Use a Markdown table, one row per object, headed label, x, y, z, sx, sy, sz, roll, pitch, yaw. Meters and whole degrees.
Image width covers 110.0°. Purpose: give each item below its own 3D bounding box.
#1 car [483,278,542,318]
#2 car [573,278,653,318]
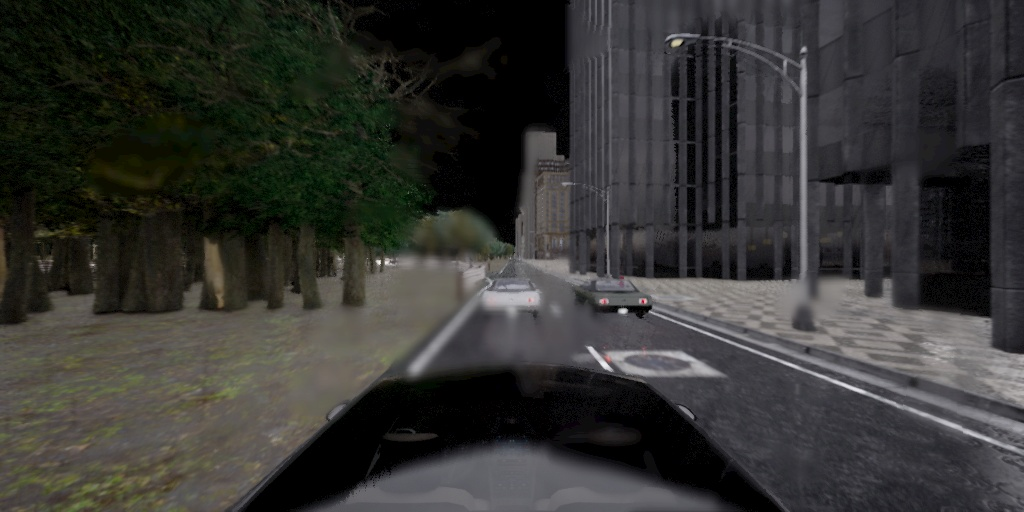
| label | x | y | z | sx | sy | sz | roll | pitch | yaw |
| --- | --- | --- | --- | --- | --- | --- | --- | --- | --- |
| car | 0.032 | 1.482 | 13.560 | 1.895 | 1.301 | 4.718 | 0 | -1 | 1 |
| car | 3.532 | 1.482 | 13.557 | 1.895 | 1.301 | 4.718 | 0 | -1 | 0 |
